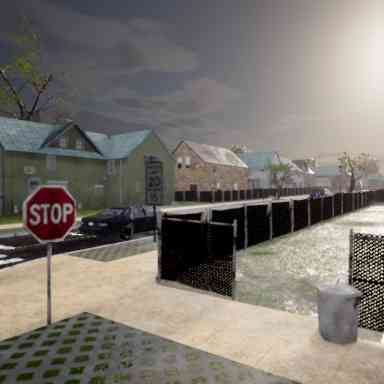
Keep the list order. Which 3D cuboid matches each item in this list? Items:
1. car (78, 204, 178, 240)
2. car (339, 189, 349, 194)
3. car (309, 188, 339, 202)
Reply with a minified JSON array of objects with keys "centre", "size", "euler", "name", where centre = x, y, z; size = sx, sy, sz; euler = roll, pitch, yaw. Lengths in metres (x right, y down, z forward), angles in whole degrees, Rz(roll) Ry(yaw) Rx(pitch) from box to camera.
[{"centre":[-2.611,1.279,15.558],"size":[2.033,1.411,5.357],"euler":[0,1,37],"name":"car"},{"centre":[21.455,0.310,47.774],"size":[1.994,1.385,4.181],"euler":[0,1,37],"name":"car"},{"centre":[15.681,0.320,39.963],"size":[2.097,1.767,4.553],"euler":[0,1,37],"name":"car"}]
